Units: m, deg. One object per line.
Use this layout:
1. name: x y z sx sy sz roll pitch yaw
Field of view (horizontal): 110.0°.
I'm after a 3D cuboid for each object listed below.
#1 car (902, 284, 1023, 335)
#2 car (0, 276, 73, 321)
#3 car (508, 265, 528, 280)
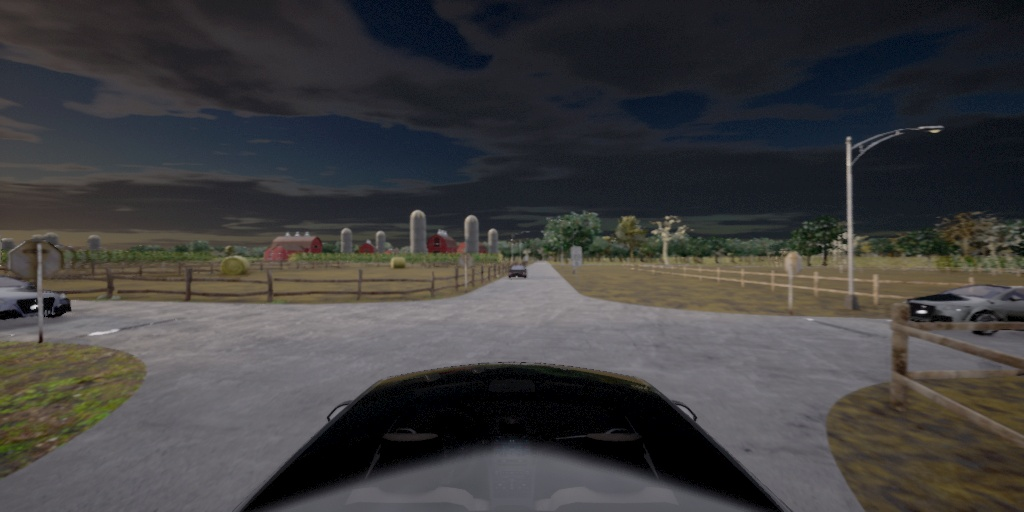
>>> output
1. car: 14.724 1.580 10.976 4.181 1.385 1.994 1 0 5
2. car: -15.837 1.273 10.584 4.181 1.385 1.994 1 0 4
3. car: 0.682 1.642 37.004 2.033 1.411 5.357 0 -1 5
